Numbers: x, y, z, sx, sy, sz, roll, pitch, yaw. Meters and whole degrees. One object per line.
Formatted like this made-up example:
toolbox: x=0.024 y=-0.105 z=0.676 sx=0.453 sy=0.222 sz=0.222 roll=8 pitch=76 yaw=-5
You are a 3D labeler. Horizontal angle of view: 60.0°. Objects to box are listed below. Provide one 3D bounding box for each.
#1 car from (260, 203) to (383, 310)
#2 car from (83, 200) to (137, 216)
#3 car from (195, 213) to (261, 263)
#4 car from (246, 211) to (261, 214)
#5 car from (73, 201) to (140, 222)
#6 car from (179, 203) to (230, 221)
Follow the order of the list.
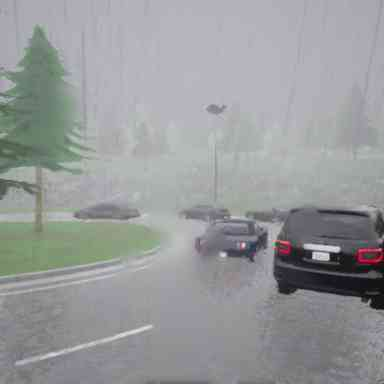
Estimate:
car: x=3.788 y=1.305 z=8.417 sx=2.150 sy=2.045 sz=5.566 roll=1 pitch=0 yaw=32
car: x=-8.376 y=1.641 z=34.291 sx=4.902 sy=1.511 sz=2.128 roll=1 pitch=-1 yaw=5
car: x=1.703 y=1.693 z=12.533 sx=1.895 sy=1.301 sz=4.718 roll=0 pitch=0 yaw=19
car: x=6.237 y=1.815 z=25.874 sx=1.895 sy=1.301 sz=4.718 roll=1 pitch=0 yaw=-29
car: x=-7.077 y=1.664 z=27.696 sx=5.357 sy=1.411 sz=2.033 roll=0 pitch=-1 yaw=9
car: x=0.938 y=1.683 z=26.915 sx=1.837 sy=1.490 sz=4.892 roll=3 pitch=-2 yaw=-41
